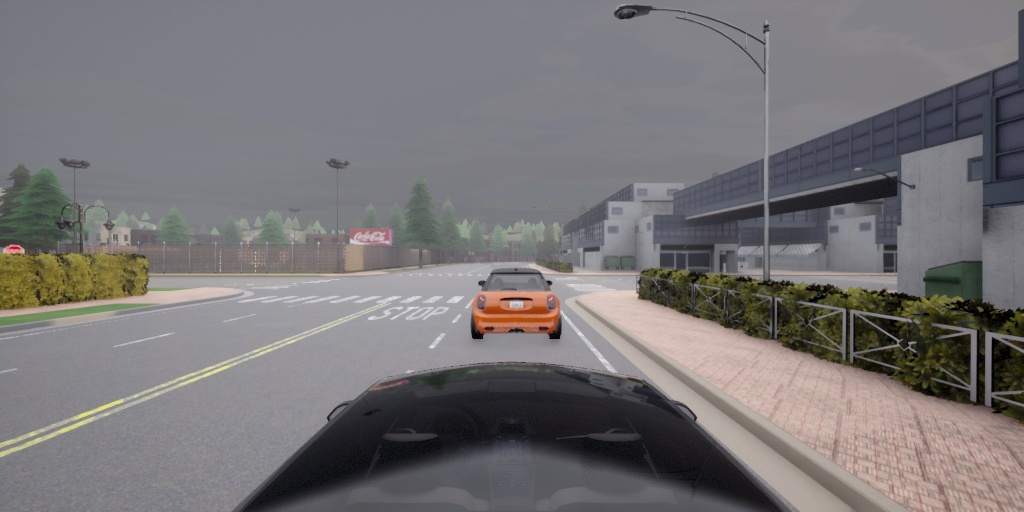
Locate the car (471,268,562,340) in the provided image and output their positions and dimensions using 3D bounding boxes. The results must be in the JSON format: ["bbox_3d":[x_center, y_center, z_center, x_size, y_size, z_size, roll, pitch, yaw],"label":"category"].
[{"bbox_3d":[0.096,1.102,10.092,2.097,1.767,4.553,0,0,0],"label":"car"}]
